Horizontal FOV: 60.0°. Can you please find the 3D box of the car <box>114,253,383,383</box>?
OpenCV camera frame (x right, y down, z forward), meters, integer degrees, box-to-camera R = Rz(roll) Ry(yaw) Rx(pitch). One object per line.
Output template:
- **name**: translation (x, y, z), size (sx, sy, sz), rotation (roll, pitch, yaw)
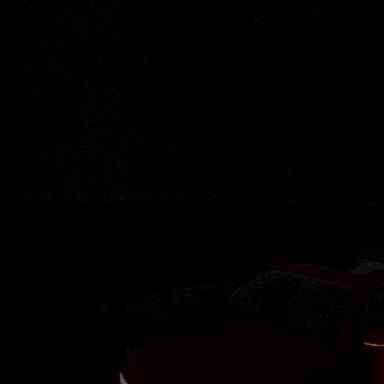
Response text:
- **car**: translation (1.456, 1.525, 3.801), size (4.674, 1.442, 1.812), rotation (0, 0, -35)
